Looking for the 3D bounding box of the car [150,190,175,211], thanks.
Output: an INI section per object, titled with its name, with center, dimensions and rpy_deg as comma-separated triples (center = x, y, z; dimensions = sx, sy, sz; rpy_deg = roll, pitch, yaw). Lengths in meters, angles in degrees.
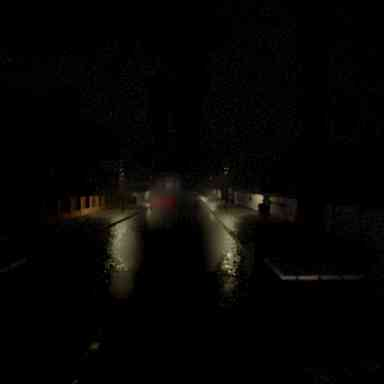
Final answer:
[car]
center = -2.886, 0.800, 33.728
dimensions = 2.150, 2.045, 5.566
rpy_deg = 0, 1, 0
